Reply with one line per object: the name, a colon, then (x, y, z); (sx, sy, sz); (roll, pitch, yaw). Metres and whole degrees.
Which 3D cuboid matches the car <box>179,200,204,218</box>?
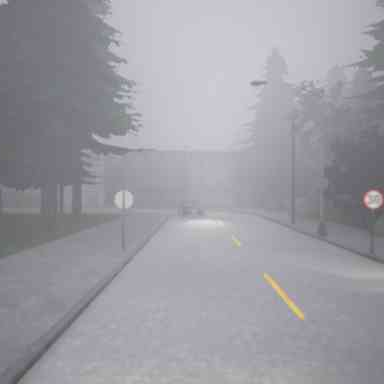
car: (-0.111, 1.514, 30.788); (2.128, 1.511, 4.902); (1, 0, -8)
